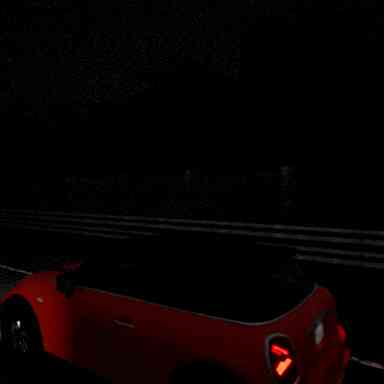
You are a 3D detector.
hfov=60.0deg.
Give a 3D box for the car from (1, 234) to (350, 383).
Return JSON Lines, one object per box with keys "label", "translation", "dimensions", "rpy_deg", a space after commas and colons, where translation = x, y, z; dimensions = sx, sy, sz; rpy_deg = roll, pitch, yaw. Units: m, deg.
{"label": "car", "translation": [-0.527, 1.357, 4.372], "dimensions": [4.553, 1.767, 2.097], "rpy_deg": [0, 0, 36]}
